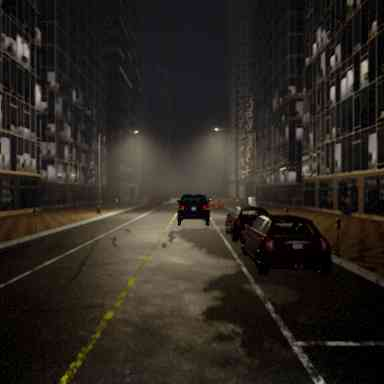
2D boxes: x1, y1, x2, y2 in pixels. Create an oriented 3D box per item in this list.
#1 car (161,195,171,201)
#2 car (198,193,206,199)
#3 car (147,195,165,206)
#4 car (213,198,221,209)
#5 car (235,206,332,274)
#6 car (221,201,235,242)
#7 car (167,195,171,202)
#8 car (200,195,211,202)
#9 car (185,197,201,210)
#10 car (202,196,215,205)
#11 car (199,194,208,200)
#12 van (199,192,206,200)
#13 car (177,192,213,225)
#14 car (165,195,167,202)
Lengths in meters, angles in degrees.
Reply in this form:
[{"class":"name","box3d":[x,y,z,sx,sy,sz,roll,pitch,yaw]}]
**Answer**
[{"class":"car","box3d":[-5.678,1.291,73.021,1.947,1.339,4.313,0,0,0]},{"class":"car","box3d":[2.706,1.083,90.087,1.967,1.590,4.097,0,0,0]},{"class":"car","box3d":[-5.681,1.370,50.250,1.887,1.381,4.507,0,0,0]},{"class":"car","box3d":[2.698,1.416,38.858,1.887,1.381,4.507,0,0,0]},{"class":"car","box3d":[2.693,1.408,10.395,1.967,1.590,4.097,0,0,0]},{"class":"car","box3d":[2.694,1.390,16.087,1.967,1.590,4.097,0,0,0]},{"class":"car","box3d":[-5.678,1.296,67.328,1.887,1.381,4.507,0,0,0]},{"class":"car","box3d":[2.702,1.317,67.319,1.947,1.339,4.313,0,0,0]},{"class":"car","box3d":[0.106,1.366,41.459,1.837,1.490,4.892,0,0,0]},{"class":"car","box3d":[2.700,1.367,55.935,1.947,1.339,4.313,0,0,0]},{"class":"car","box3d":[2.704,1.265,78.703,1.947,1.339,4.313,0,0,0]},{"class":"van","box3d":[2.705,1.012,84.396,1.690,1.788,3.998,0,0,0]},{"class":"car","box3d":[0.104,1.147,23.579,2.150,2.045,5.566,0,0,0]},{"class":"car","box3d":[-5.680,1.383,55.944,1.802,1.307,4.206,0,0,0]}]
